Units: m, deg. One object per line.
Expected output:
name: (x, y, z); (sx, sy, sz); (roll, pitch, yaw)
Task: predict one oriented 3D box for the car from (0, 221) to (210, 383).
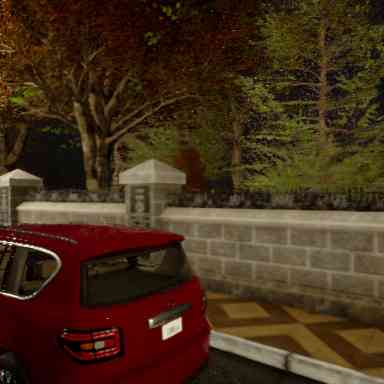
car: (-2.117, 1.317, 4.414); (5.009, 1.841, 2.192); (0, -1, 36)
